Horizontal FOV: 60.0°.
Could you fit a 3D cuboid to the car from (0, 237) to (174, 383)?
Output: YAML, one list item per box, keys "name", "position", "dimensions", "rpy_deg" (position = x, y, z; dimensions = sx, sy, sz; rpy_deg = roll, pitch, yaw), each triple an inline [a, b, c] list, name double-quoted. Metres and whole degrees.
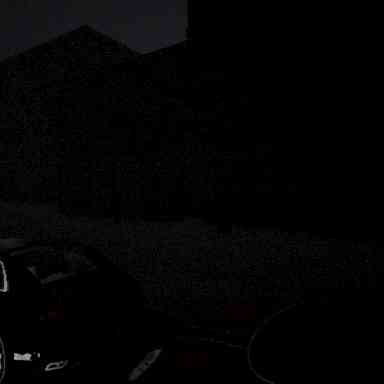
- name: "car"
  position: [-2.934, 1.484, 5.408]
  dimensions: [4.892, 1.521, 2.231]
  rpy_deg: [0, 0, 36]
